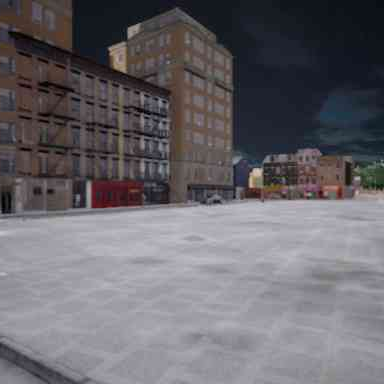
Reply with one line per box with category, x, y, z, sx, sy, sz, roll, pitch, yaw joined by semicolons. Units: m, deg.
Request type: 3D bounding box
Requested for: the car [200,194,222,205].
car;3.169;1.259;55.239;2.097;1.767;4.553;0;0;36
